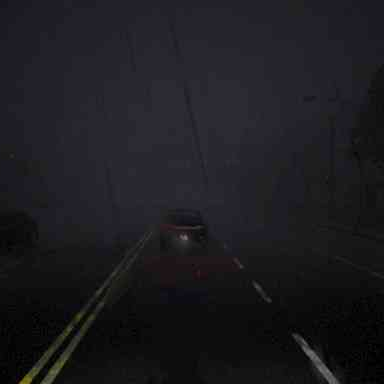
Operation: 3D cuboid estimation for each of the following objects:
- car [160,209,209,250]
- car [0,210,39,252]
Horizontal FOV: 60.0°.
[{"bbox_3d":[-0.325,1.467,14.102,2.128,1.511,4.902,0,0,-2],"label":"car"},{"bbox_3d":[-7.420,1.485,12.335,1.837,1.490,4.892,0,0,-1],"label":"car"}]
